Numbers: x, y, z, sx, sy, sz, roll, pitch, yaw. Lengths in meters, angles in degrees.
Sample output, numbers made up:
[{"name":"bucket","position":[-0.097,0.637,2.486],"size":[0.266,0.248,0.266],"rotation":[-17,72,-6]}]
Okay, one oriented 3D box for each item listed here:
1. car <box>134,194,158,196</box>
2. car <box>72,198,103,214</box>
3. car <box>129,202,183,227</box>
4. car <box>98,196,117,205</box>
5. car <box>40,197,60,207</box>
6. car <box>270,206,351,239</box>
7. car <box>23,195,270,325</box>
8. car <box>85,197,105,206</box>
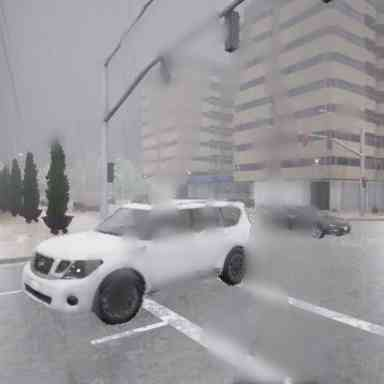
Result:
[{"name":"car","position":[-3.903,1.221,31.624],"size":[2.150,2.045,5.566],"rotation":[0,0,-35]},{"name":"car","position":[-11.524,1.477,36.419],"size":[1.882,1.535,5.008],"rotation":[0,0,-35]},{"name":"car","position":[-2.681,1.526,23.699],"size":[1.812,1.442,4.674],"rotation":[0,0,-34]},{"name":"car","position":[-15.540,1.526,60.827],"size":[1.812,1.442,4.674],"rotation":[0,0,-35]},{"name":"car","position":[-22.113,1.564,51.685],"size":[1.994,1.385,4.181],"rotation":[0,0,-34]},{"name":"car","position":[5.859,1.507,17.665],"size":[1.837,1.490,4.892],"rotation":[0,-1,-35]},{"name":"car","position":[-0.720,1.221,7.615],"size":[2.150,2.045,5.566],"rotation":[2,1,44]},{"name":"car","position":[-16.391,1.564,55.938],"size":[1.994,1.385,4.181],"rotation":[0,0,-35]}]
